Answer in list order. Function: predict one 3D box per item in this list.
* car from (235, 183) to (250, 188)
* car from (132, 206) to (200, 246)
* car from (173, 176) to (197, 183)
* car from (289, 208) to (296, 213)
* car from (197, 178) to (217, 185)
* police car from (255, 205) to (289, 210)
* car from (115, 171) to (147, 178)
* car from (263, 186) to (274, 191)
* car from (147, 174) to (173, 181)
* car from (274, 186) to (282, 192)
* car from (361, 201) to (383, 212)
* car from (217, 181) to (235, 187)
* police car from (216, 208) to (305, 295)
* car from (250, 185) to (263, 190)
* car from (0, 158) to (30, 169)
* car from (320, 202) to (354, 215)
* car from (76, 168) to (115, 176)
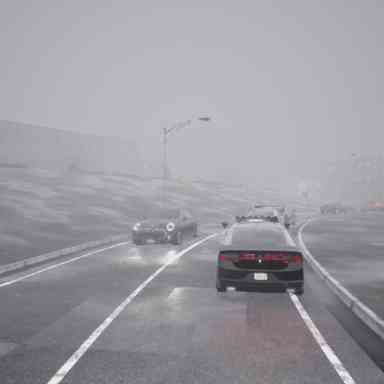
[{"bbox_3d":[9.732,-1.086,71.561,2.002,1.452,4.674,-4,-6,43],"label":"car"},{"bbox_3d":[-1.138,1.519,16.199,2.097,1.767,4.553,-1,-1,16],"label":"car"},{"bbox_3d":[-2.012,-1.972,59.624,5.008,1.535,2.097,4,-6,-43],"label":"car"},{"bbox_3d":[6.134,1.693,23.519,1.837,1.490,4.892,-2,-1,24],"label":"car"},{"bbox_3d":[1.943,-1.825,63.480,4.553,1.767,2.185,4,-6,-44],"label":"car"},{"bbox_3d":[4.060,1.544,18.299,1.930,1.638,5.238,-1,-1,19],"label":"police car"},{"bbox_3d":[-10.200,-2.495,52.154,4.892,1.521,2.231,3,-5,-41],"label":"car"},{"bbox_3d":[17.042,-0.640,79.847,2.185,1.767,4.553,-4,-6,41],"label":"car"},{"bbox_3d":[-6.066,-2.199,55.842,4.674,1.452,2.002,4,-6,-42],"label":"car"},{"bbox_3d":[20.627,-0.417,84.158,2.435,2.045,5.566,-3,-6,40],"label":"car"},{"bbox_3d":[27.242,2.117,49.757,4.553,1.767,2.097,2,-4,-39],"label":"car"},{"bbox_3d":[5.948,-1.380,67.554,2.163,1.488,4.792,-4,-6,44],"label":"car"},{"bbox_3d":[1.748,1.458,9.038,1.930,1.638,5.238,-1,0,9],"label":"police car"},{"bbox_3d":[13.363,-0.837,75.580,2.231,1.521,4.892,-4,-6,42],"label":"car"},{"bbox_3d":[-22.682,-3.284,41.450,4.553,1.767,2.185,3,-5,-41],"label":"car"},{"bbox_3d":[17.850,2.050,41.595,4.892,1.490,1.837,1,-4,-41],"label":"car"},{"bbox_3d":[-14.382,-2.726,48.558,4.892,1.521,2.231,3,-5,-41],"label":"car"}]
